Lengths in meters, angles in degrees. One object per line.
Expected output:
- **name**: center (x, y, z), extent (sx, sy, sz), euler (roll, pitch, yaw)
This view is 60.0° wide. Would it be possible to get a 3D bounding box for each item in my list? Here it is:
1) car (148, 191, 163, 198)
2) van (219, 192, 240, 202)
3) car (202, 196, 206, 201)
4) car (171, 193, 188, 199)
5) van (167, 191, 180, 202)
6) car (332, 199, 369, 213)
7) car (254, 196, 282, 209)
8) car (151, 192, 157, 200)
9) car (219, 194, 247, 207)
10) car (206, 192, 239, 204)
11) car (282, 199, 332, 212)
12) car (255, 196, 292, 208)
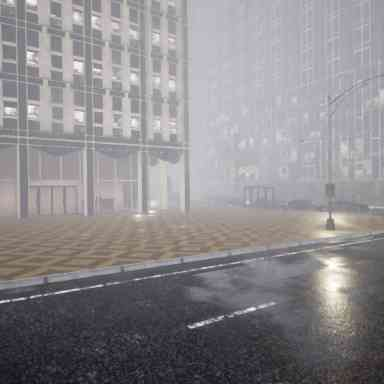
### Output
- **car**: center (-9.252, 0.686, 83.388), extent (1.967, 1.590, 4.097), euler (0, 1, -34)
- **van**: center (6.730, 0.855, 59.889), extent (1.690, 1.788, 3.998), euler (0, 1, -34)
- **car**: center (3.535, 1.043, 64.591), extent (1.802, 1.307, 4.206), euler (0, 1, -34)
- **car**: center (-2.858, 0.936, 73.991), extent (1.802, 1.307, 4.206), euler (0, 1, -34)
- **van**: center (-3.395, 0.937, 59.877), extent (1.690, 1.788, 3.998), euler (0, 1, -34)
- **car**: center (16.426, 1.405, 35.328), extent (1.994, 1.385, 4.181), euler (-1, 1, -34)
- **car**: center (9.298, 1.388, 41.021), extent (1.802, 1.307, 4.206), euler (0, 1, -34)
- **car**: center (-9.788, 1.040, 69.279), extent (2.008, 1.369, 4.403), euler (0, 1, -34)
- **car**: center (6.150, 1.319, 45.753), extent (1.947, 1.339, 4.313), euler (0, 1, -34)
- **car**: center (4.861, 1.159, 52.356), extent (1.837, 1.490, 4.892), euler (-1, 1, -34)
- **car**: center (12.480, 1.423, 36.310), extent (1.947, 1.339, 4.313), euler (0, 1, -34)
- **car**: center (10.687, 1.275, 43.763), extent (1.812, 1.442, 4.674), euler (-1, 1, -34)
